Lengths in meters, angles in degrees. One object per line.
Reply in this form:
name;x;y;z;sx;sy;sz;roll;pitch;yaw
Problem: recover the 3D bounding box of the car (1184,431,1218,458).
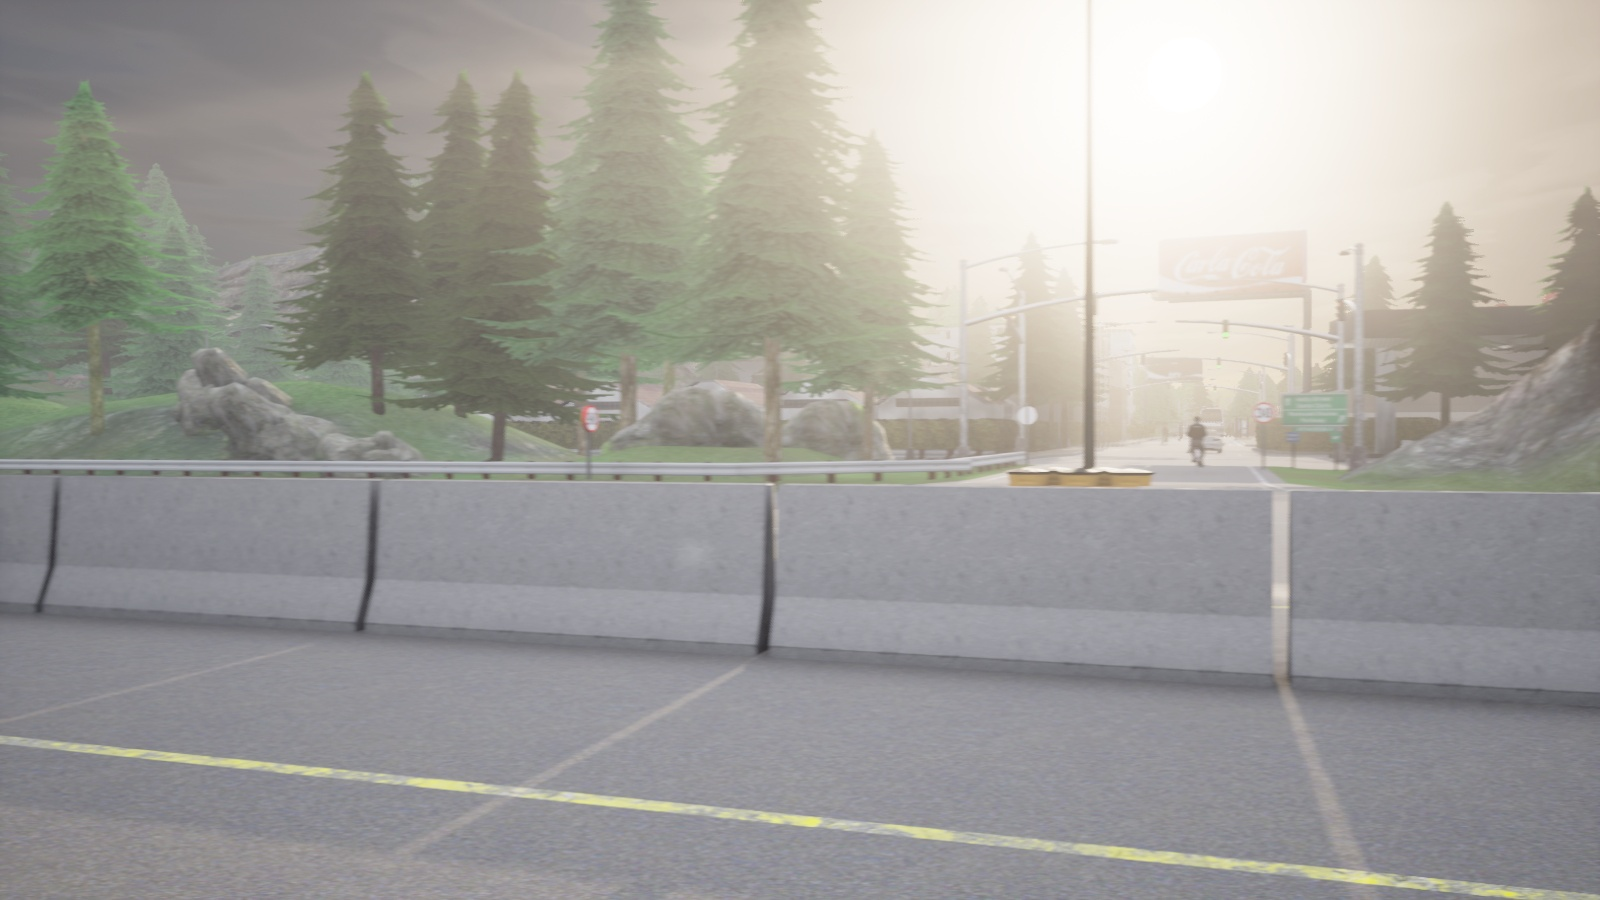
car;23.245;-0.331;72.689;1.812;1.442;4.674;1;2;18
